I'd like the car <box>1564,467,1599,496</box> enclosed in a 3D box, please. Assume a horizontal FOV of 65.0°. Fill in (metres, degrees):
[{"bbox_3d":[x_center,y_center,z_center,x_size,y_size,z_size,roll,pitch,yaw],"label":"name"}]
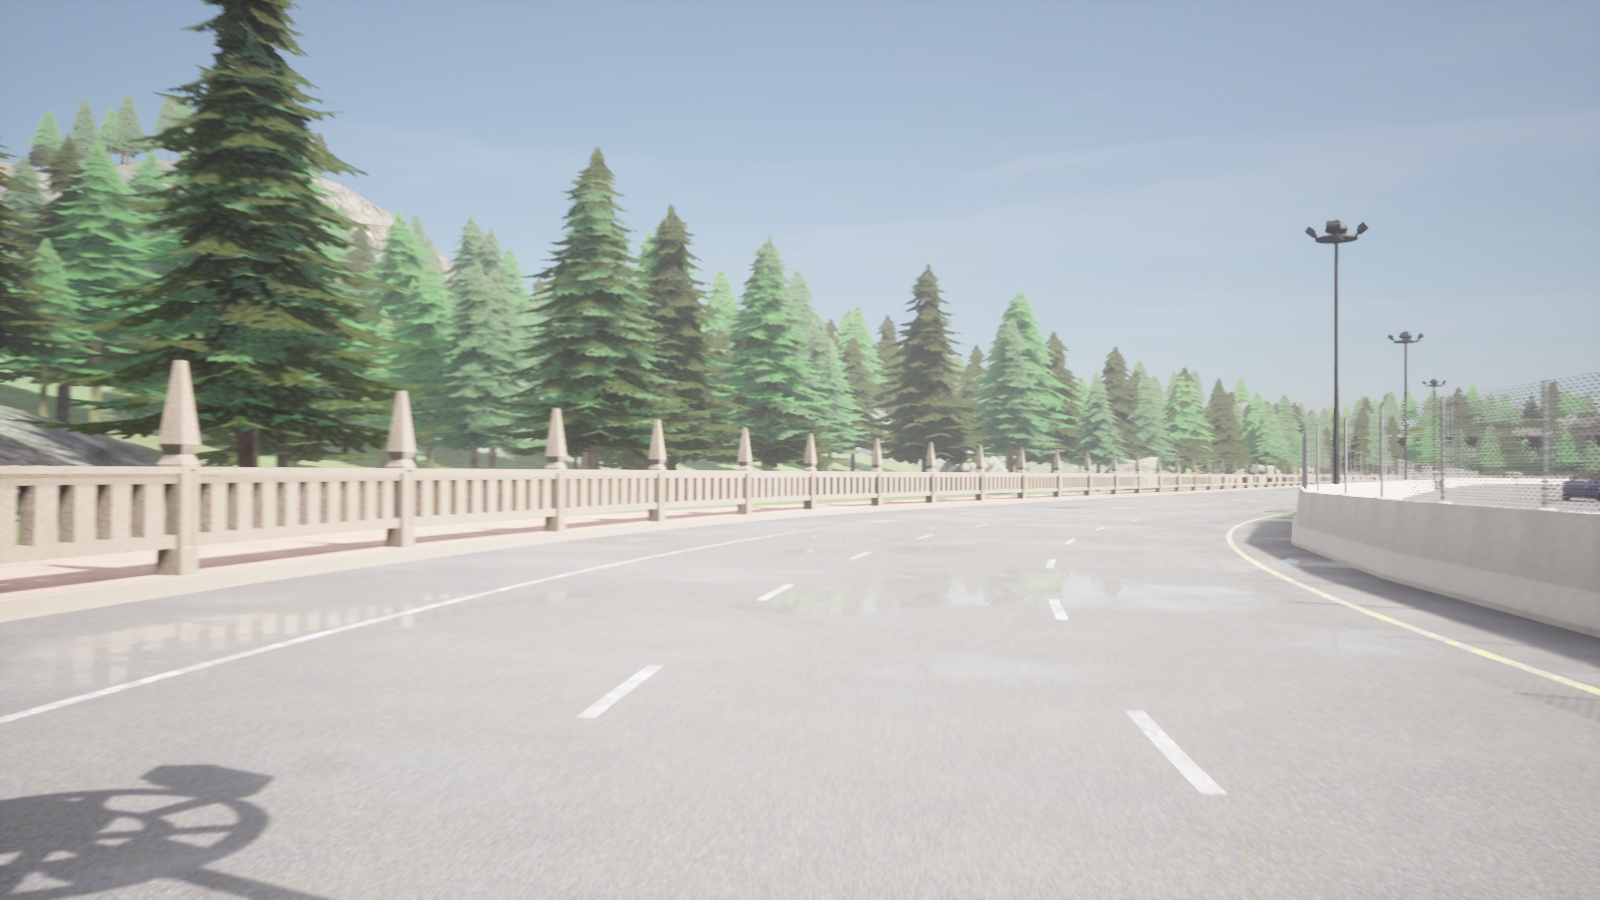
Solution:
[{"bbox_3d":[50.435,2.008,80.727,2.097,1.767,4.553,-1,-1,29],"label":"car"}]
